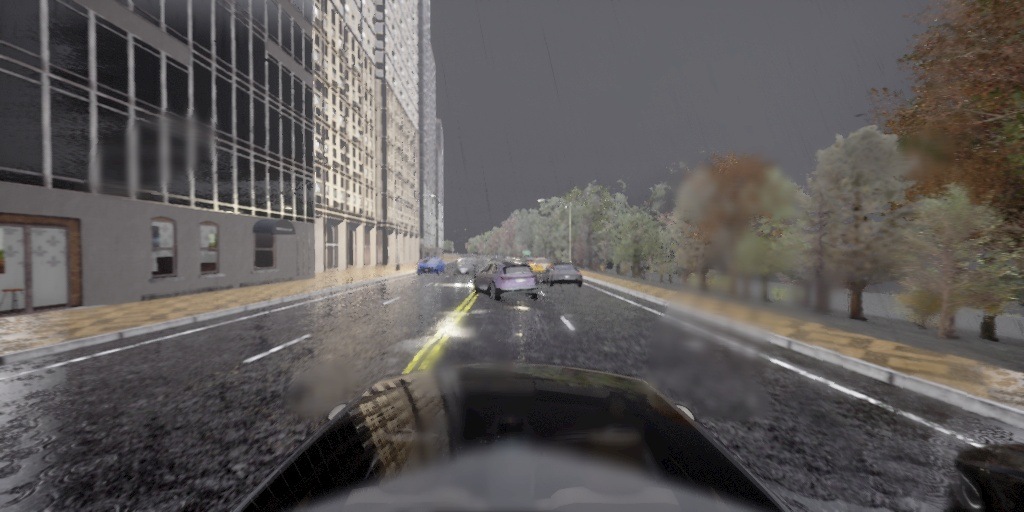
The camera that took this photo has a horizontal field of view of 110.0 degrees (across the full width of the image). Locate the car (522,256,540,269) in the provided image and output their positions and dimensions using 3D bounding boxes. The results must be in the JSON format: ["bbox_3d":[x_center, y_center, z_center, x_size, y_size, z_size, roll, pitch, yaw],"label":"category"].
[{"bbox_3d":[2.260,0.769,44.012,1.837,1.490,4.892,0,1,-3],"label":"car"}]

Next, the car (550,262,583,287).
[{"bbox_3d":[3.015,1.084,21.914,1.994,1.385,4.181,0,1,-1],"label":"car"}]

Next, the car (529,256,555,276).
[{"bbox_3d":[2.695,0.848,33.154,1.801,1.575,5.366,0,1,-2],"label":"car"}]

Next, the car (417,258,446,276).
[{"bbox_3d":[-7.130,0.889,32.046,1.882,1.535,5.008,0,0,-2],"label":"car"}]

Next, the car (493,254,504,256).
[{"bbox_3d":[-2.172,0.503,65.253,2.128,1.511,4.902,0,1,-3],"label":"car"}]

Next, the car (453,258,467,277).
[{"bbox_3d":[-3.814,0.923,30.139,2.128,1.511,4.902,0,1,-2],"label":"car"}]

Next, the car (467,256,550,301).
[{"bbox_3d":[-0.370,1.017,16.357,2.033,1.649,4.856,-3,2,-19],"label":"car"}]
